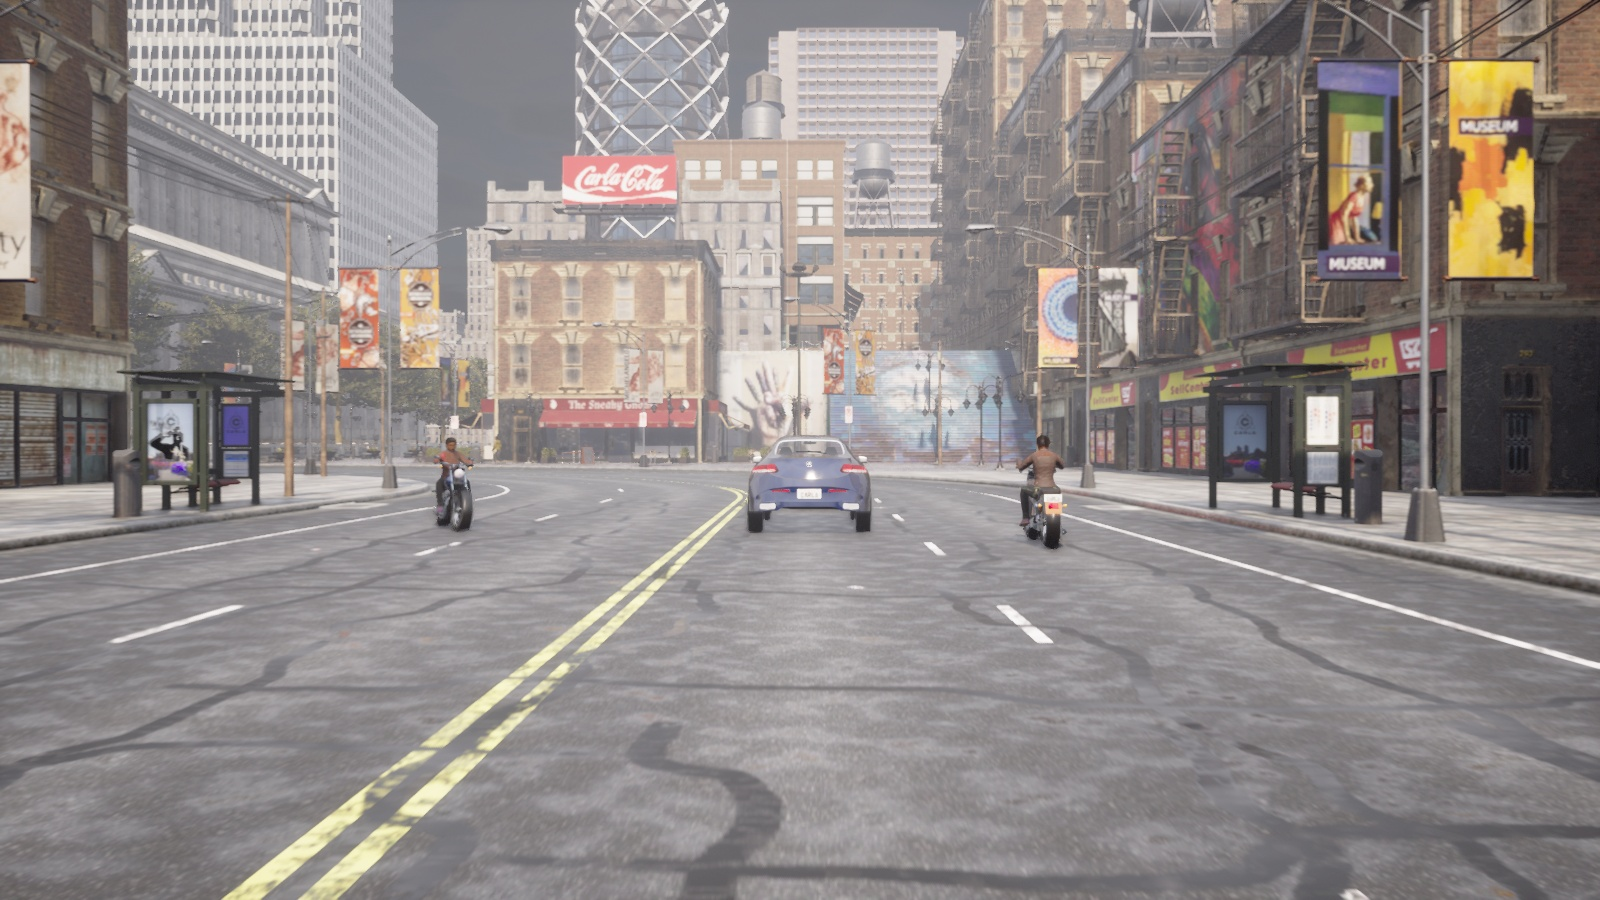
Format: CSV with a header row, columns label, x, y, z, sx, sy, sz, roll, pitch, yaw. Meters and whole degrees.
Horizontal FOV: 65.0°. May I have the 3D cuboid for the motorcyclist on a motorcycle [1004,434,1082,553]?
label,x,y,z,sx,sy,sz,roll,pitch,yaw
motorcyclist on a motorcycle,3.568,0.595,18.611,0.766,1.649,2.350,0,0,2

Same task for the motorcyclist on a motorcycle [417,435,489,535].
label,x,y,z,sx,sy,sz,roll,pitch,yaw
motorcyclist on a motorcycle,-6.046,0.570,21.799,0.766,1.649,2.350,1,0,-26

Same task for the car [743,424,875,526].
label,x,y,z,sx,sy,sz,roll,pitch,yaw
car,0.181,0.396,22.963,2.152,1.651,5.027,0,0,1
